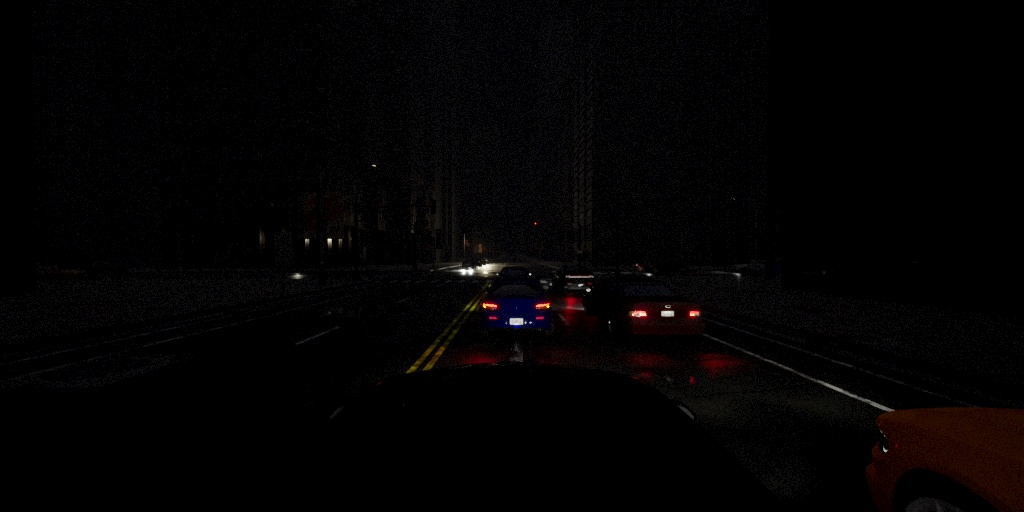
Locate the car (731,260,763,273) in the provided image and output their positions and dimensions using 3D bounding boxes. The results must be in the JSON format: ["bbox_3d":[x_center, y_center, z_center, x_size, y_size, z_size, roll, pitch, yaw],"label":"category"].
[{"bbox_3d":[27.668,1.184,41.115,4.674,1.442,1.812,0,1,0],"label":"car"}]

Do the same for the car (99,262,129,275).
[{"bbox_3d":[-46.411,1.362,40.761,4.507,1.381,1.888,0,0,0],"label":"car"}]

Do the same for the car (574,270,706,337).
[{"bbox_3d":[3.353,1.293,10.268,2.033,1.411,5.357,0,0,0],"label":"car"}]

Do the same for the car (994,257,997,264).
[{"bbox_3d":[49.294,1.046,35.149,5.009,1.841,2.192,0,0,0],"label":"car"}]

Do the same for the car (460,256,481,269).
[{"bbox_3d":[-6.535,1.204,55.270,2.128,1.511,4.902,0,0,2],"label":"car"}]

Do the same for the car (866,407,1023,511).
[{"bbox_3d":[3.348,1.228,0.344,1.882,1.535,5.008,0,0,0],"label":"car"}]

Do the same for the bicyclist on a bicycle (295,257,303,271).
[{"bbox_3d":[-25.870,1.001,43.618,0.582,1.620,1.656,0,1,0],"label":"bicyclist on a bicycle"}]

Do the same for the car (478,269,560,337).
[{"bbox_3d":[0.095,1.272,10.170,1.812,1.442,4.674,0,0,0],"label":"car"}]

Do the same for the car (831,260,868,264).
[{"bbox_3d":[32.974,1.321,35.247,4.207,1.307,1.802,0,0,0],"label":"car"}]

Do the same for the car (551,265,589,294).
[{"bbox_3d":[3.351,1.230,20.016,2.128,1.511,4.902,0,0,0],"label":"car"}]

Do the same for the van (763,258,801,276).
[{"bbox_3d":[27.532,1.086,35.280,3.998,1.789,1.690,0,0,0],"label":"van"}]

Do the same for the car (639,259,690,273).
[{"bbox_3d":[17.729,1.147,41.190,5.008,1.535,1.882,0,1,0],"label":"car"}]

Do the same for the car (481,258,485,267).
[{"bbox_3d":[-6.525,1.060,64.215,2.097,1.767,4.553,0,0,0],"label":"car"}]

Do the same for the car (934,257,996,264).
[{"bbox_3d":[43.853,1.169,35.182,4.097,1.591,1.967,0,0,0],"label":"car"}]

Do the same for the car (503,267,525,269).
[{"bbox_3d":[0.100,1.286,19.744,2.033,1.411,5.357,0,0,0],"label":"car"}]

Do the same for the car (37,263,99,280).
[{"bbox_3d":[-40.821,1.450,32.238,4.829,1.417,1.751,0,0,0],"label":"car"}]

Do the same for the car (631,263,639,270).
[{"bbox_3d":[16.700,1.071,43.871,4.097,1.591,1.967,0,0,0],"label":"car"}]
